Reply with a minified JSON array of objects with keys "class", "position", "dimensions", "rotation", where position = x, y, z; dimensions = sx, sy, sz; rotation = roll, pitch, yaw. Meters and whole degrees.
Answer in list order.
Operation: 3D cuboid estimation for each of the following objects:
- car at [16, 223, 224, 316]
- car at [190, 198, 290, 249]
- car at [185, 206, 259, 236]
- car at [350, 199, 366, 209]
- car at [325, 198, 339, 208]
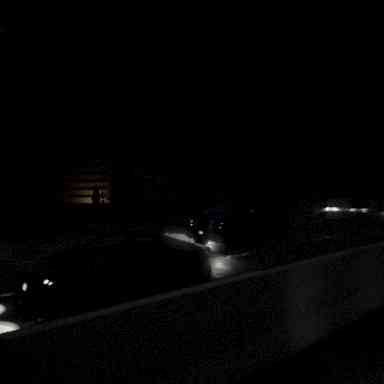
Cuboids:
[{"class":"car","position":[-1.556,1.594,7.455],"dimensions":[4.181,1.385,1.994],"rotation":[0,0,-38]},{"class":"car","position":[2.360,1.295,15.315],"dimensions":[5.566,2.045,2.150],"rotation":[0,0,-44]},{"class":"car","position":[1.903,1.626,19.784],"dimensions":[1.812,1.442,4.674],"rotation":[0,0,45]},{"class":"car","position":[25.782,1.789,51.788],"dimensions":[1.882,1.535,5.008],"rotation":[0,0,19]},{"class":"car","position":[23.497,1.852,56.123],"dimensions":[2.128,1.511,4.902],"rotation":[0,0,17]}]
